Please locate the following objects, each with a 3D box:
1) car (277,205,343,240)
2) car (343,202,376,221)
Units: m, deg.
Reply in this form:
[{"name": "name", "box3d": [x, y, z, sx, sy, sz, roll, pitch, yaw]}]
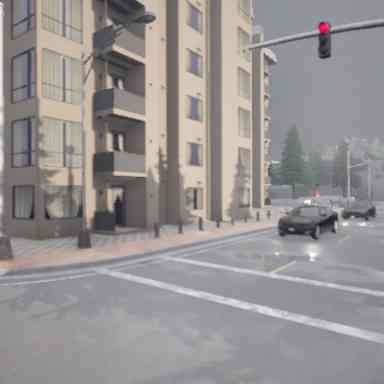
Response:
[{"name": "car", "box3d": [6.113, 1.451, 17.325, 1.882, 1.535, 5.008, 0, 0, 38]}, {"name": "car", "box3d": [13.712, 1.490, 27.164, 2.033, 1.411, 5.357, 0, 0, 38]}]
